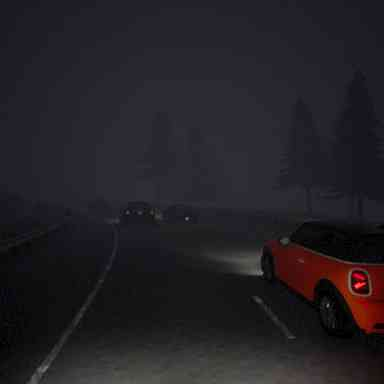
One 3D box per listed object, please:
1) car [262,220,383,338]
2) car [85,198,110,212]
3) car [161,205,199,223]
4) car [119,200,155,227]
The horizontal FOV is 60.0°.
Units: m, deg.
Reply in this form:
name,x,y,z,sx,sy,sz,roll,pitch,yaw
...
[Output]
name,x,y,z,sx,sy,sz,roll,pitch,yaw
car,2.999,1.354,6.859,2.097,1.767,4.553,0,0,-5
car,-11.484,1.445,40.318,2.097,1.767,4.553,0,0,-30
car,-1.069,1.643,26.112,1.895,1.301,4.718,0,0,-19
car,-3.967,1.397,23.507,2.097,1.767,4.553,0,0,-17
